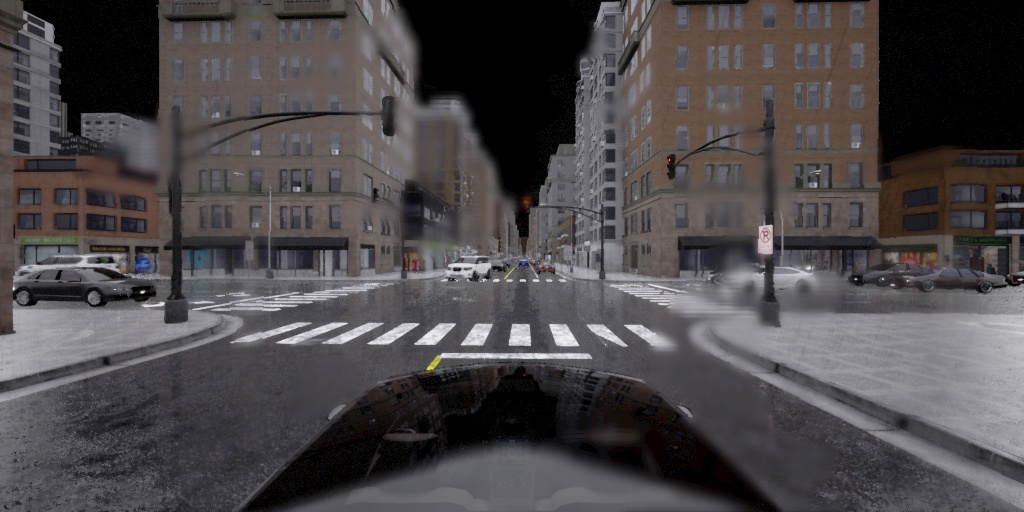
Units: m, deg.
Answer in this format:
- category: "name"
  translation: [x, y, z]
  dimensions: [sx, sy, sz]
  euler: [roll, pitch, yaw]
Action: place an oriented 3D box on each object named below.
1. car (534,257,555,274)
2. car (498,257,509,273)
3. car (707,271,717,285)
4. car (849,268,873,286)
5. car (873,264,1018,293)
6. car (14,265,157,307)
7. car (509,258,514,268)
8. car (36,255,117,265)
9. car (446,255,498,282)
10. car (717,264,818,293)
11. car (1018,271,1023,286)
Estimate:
- category: "car"
  translation: [3.849, 1.210, 40.936]
  dimensions: [1.967, 1.591, 4.097]
  euler: [0, 0, 2]
- category: "car"
  translation: [-1.801, 1.126, 44.365]
  dimensions: [2.097, 1.767, 4.553]
  euler: [0, 0, 2]
- category: "car"
  translation: [15.666, 1.257, 23.836]
  dimensions: [4.902, 1.511, 2.128]
  euler: [0, 0, 2]
- category: "car"
  translation: [25.083, 1.283, 23.559]
  dimensions: [4.892, 1.490, 1.837]
  euler: [0, 0, 2]
- category: "car"
  translation: [24.374, 1.325, 20.329]
  dimensions: [5.357, 1.411, 2.033]
  euler: [0, 0, 2]
- category: "car"
  translation: [-17.632, 1.239, 14.858]
  dimensions: [4.892, 1.490, 1.837]
  euler: [0, 0, 2]
- category: "car"
  translation: [-1.155, 1.393, 62.183]
  dimensions: [1.895, 1.301, 4.718]
  euler: [0, 0, 2]
- category: "car"
  translation: [-31.052, 0.953, 25.204]
  dimensions: [5.566, 2.045, 2.150]
  euler: [0, 0, 2]
- category: "car"
  translation: [-3.303, 0.975, 29.033]
  dimensions: [2.150, 2.045, 5.566]
  euler: [1, 0, 16]
- category: "car"
  translation: [14.787, 1.291, 20.610]
  dimensions: [4.674, 1.442, 1.812]
  euler: [0, 0, 3]
- category: "car"
  translation: [35.065, 1.360, 23.257]
  dimensions: [4.181, 1.385, 1.994]
  euler: [0, 0, 2]
